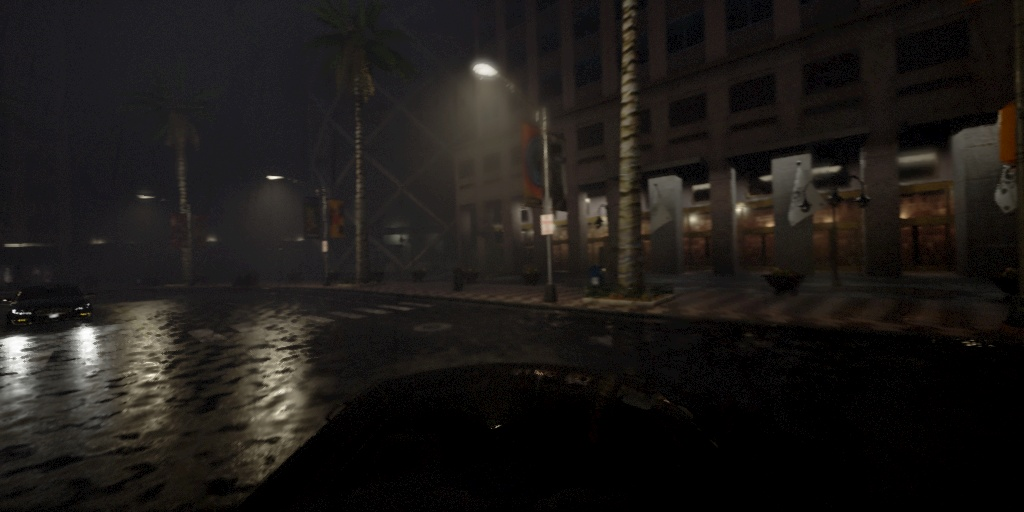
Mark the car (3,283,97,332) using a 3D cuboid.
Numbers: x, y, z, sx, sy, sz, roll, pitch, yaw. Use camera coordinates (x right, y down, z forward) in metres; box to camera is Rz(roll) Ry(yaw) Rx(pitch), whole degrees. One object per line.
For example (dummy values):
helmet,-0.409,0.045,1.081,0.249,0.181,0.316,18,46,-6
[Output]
car,-17.402,1.811,13.523,4.892,1.490,1.837,-1,0,36
